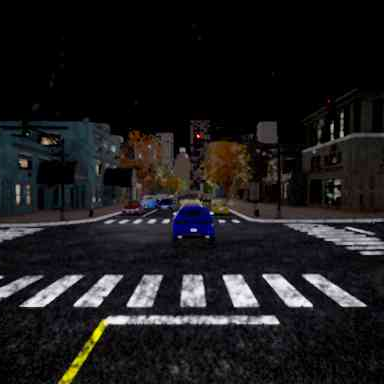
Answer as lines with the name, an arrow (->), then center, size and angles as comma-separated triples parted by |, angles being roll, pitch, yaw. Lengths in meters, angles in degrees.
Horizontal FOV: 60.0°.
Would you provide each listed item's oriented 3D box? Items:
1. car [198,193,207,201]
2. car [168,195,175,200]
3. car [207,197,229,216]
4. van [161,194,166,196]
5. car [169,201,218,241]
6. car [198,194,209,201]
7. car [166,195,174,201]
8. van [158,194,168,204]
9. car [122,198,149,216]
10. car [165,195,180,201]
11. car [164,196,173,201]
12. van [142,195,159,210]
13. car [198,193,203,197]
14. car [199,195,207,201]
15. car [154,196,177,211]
car -> 2.668, 1.329, 88.051 | 2.192, 1.841, 5.009 | -1, 0, 0
car -> -5.712, 1.596, 93.595 | 1.802, 1.307, 4.206 | 0, 0, 0
car -> 2.681, 1.532, 32.758 | 1.752, 1.417, 4.829 | -1, 0, 0
van -> -5.707, 1.352, 60.318 | 1.690, 1.788, 3.998 | 0, 0, 0
car -> 0.075, 1.461, 16.651 | 1.882, 1.535, 5.008 | -1, 1, 0
car -> 2.676, 1.561, 60.319 | 2.008, 1.369, 4.403 | -1, 0, 0
car -> -5.711, 1.559, 88.049 | 1.887, 1.381, 4.507 | 0, 0, 0
van -> -5.708, 1.352, 65.864 | 1.690, 1.788, 3.998 | 0, 0, 0
car -> -5.699, 1.588, 32.586 | 1.802, 1.307, 4.206 | 0, 0, 0
car -> -3.069, 1.502, 57.159 | 2.128, 1.511, 4.902 | 0, 0, 0
car -> -5.710, 1.579, 82.503 | 1.947, 1.339, 4.313 | 0, 0, 0
van -> -5.703, 1.349, 43.679 | 1.690, 1.788, 3.998 | 0, 0, 0
car -> 2.672, 1.579, 76.958 | 1.947, 1.339, 4.313 | -1, 0, 0
car -> 2.671, 1.558, 82.505 | 1.887, 1.381, 4.507 | -1, 0, 0
car -> -3.111, 1.533, 40.182 | 1.812, 1.442, 4.674 | 0, 0, 0
